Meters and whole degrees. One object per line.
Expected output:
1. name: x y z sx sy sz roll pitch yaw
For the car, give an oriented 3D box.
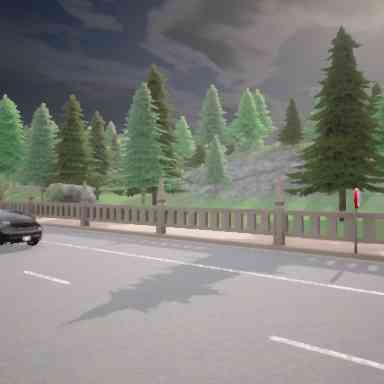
1. car: -8.269 1.517 14.066 4.892 1.490 1.837 0 0 36
